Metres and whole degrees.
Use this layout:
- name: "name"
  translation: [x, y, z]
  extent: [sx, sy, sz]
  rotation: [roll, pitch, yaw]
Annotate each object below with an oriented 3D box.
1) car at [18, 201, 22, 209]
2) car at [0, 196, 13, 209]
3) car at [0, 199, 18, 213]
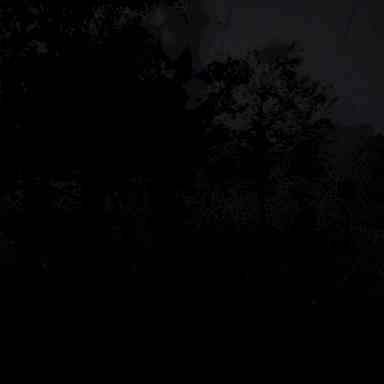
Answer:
- name: "car"
  translation: [-25.669, 1.642, 47.176]
  extent: [2.185, 1.767, 4.553]
  rotation: [-1, -1, 33]
- name: "car"
  translation: [-30.657, 1.639, 50.428]
  extent: [2.435, 2.045, 5.566]
  rotation: [-2, -1, 33]
- name: "car"
  translation: [-20.066, 1.704, 35.396]
  extent: [1.994, 1.385, 4.181]
  rotation: [0, 0, -24]
